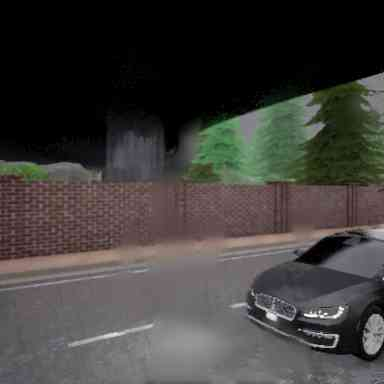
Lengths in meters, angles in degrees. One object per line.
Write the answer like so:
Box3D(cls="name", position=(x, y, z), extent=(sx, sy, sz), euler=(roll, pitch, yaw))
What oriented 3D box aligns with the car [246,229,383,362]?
Box3D(cls="car", position=(3.153, 1.474, 5.912), extent=(4.892, 1.490, 1.837), euler=(0, 0, -32))
